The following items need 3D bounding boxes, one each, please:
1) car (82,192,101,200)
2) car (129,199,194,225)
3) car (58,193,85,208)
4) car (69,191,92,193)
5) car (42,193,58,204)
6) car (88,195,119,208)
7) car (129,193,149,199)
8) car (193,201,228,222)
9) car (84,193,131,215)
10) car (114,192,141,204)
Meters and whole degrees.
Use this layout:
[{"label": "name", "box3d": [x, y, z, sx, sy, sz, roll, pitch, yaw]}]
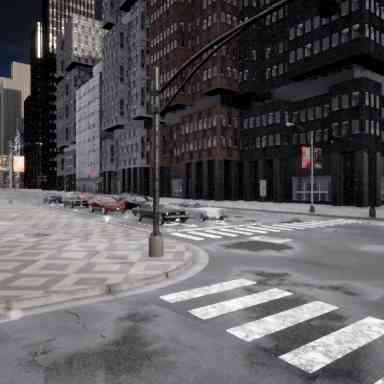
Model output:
[{"label": "car", "box3d": [-18.976, 0.714, 62.551, 1.895, 1.301, 4.718, 0, 1, -36]}, {"label": "car", "box3d": [-2.156, 1.356, 22.133, 1.895, 1.301, 4.718, 0, 1, -36]}, {"label": "car", "box3d": [-13.114, 1.088, 37.377, 1.895, 1.301, 4.718, 0, 1, -36]}, {"label": "car", "box3d": [-16.491, 0.682, 47.691, 2.097, 1.767, 4.553, 0, 1, -36]}, {"label": "car", "box3d": [-19.336, 0.876, 46.087, 2.033, 1.411, 5.357, 0, 1, -35]}, {"label": "car", "box3d": [-10.533, 1.083, 39.352, 1.895, 1.301, 4.718, 0, 1, -36]}, {"label": "car", "box3d": [-5.043, 1.095, 31.714, 1.882, 1.535, 5.008, 0, 1, -36]}, {"label": "car", "box3d": [0.441, 1.351, 24.089, 1.895, 1.301, 4.718, 0, 1, -36]}, {"label": "car", "box3d": [-7.638, 1.101, 29.753, 1.882, 1.535, 5.008, 0, 1, -36]}, {"label": "car", "box3d": [-9.752, 0.847, 49.729, 2.128, 1.511, 4.902, 0, 1, -36]}]
